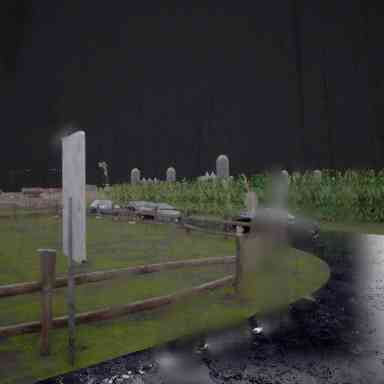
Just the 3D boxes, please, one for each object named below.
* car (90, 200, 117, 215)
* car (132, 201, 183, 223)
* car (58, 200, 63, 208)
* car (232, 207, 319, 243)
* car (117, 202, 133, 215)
[{"bbox_3d":[-9.780,1.638,37.217,2.097,1.767,4.553,0,0,-35],"label":"car"},{"bbox_3d":[-2.637,1.674,27.209,2.128,1.511,4.902,0,0,-36],"label":"car"},{"bbox_3d":[-18.726,1.866,49.901,1.812,1.442,4.674,0,0,-36],"label":"car"},{"bbox_3d":[4.139,1.567,17.180,1.882,1.535,5.008,0,0,-31],"label":"car"},{"bbox_3d":[-6.029,1.739,37.032,2.128,1.511,4.902,0,0,-36],"label":"car"}]
